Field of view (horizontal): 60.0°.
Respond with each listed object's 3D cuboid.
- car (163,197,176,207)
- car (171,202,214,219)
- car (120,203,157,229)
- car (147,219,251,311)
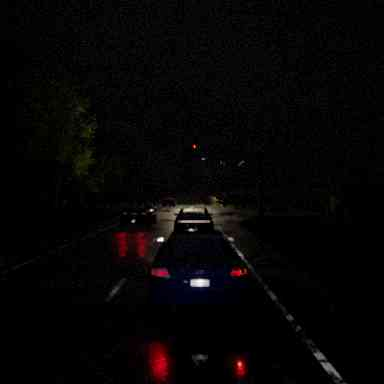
[{"bbox_3d":[-3.450,1.512,51.629,1.812,1.442,4.674,0,0,0],"label":"car"},{"bbox_3d":[0.088,1.489,16.740,2.128,1.511,4.902,0,0,0],"label":"car"},{"bbox_3d":[-3.418,1.488,21.801,2.128,1.511,4.902,0,0,0],"label":"car"},{"bbox_3d":[0.100,1.563,7.837,1.994,1.385,4.181,0,0,-1],"label":"car"}]
